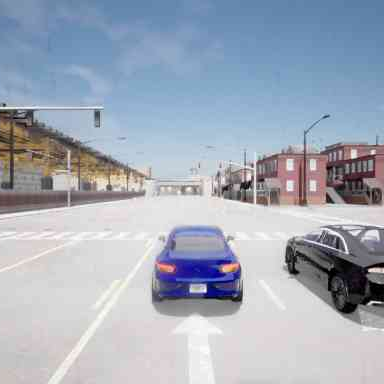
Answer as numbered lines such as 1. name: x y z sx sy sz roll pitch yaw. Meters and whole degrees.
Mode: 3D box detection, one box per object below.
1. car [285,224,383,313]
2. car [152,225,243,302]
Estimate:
1. car: 3.609 1.492 7.650 2.128 1.511 4.902 0 0 -1
2. car: 0.106 1.526 8.142 1.812 1.442 4.674 0 0 0
